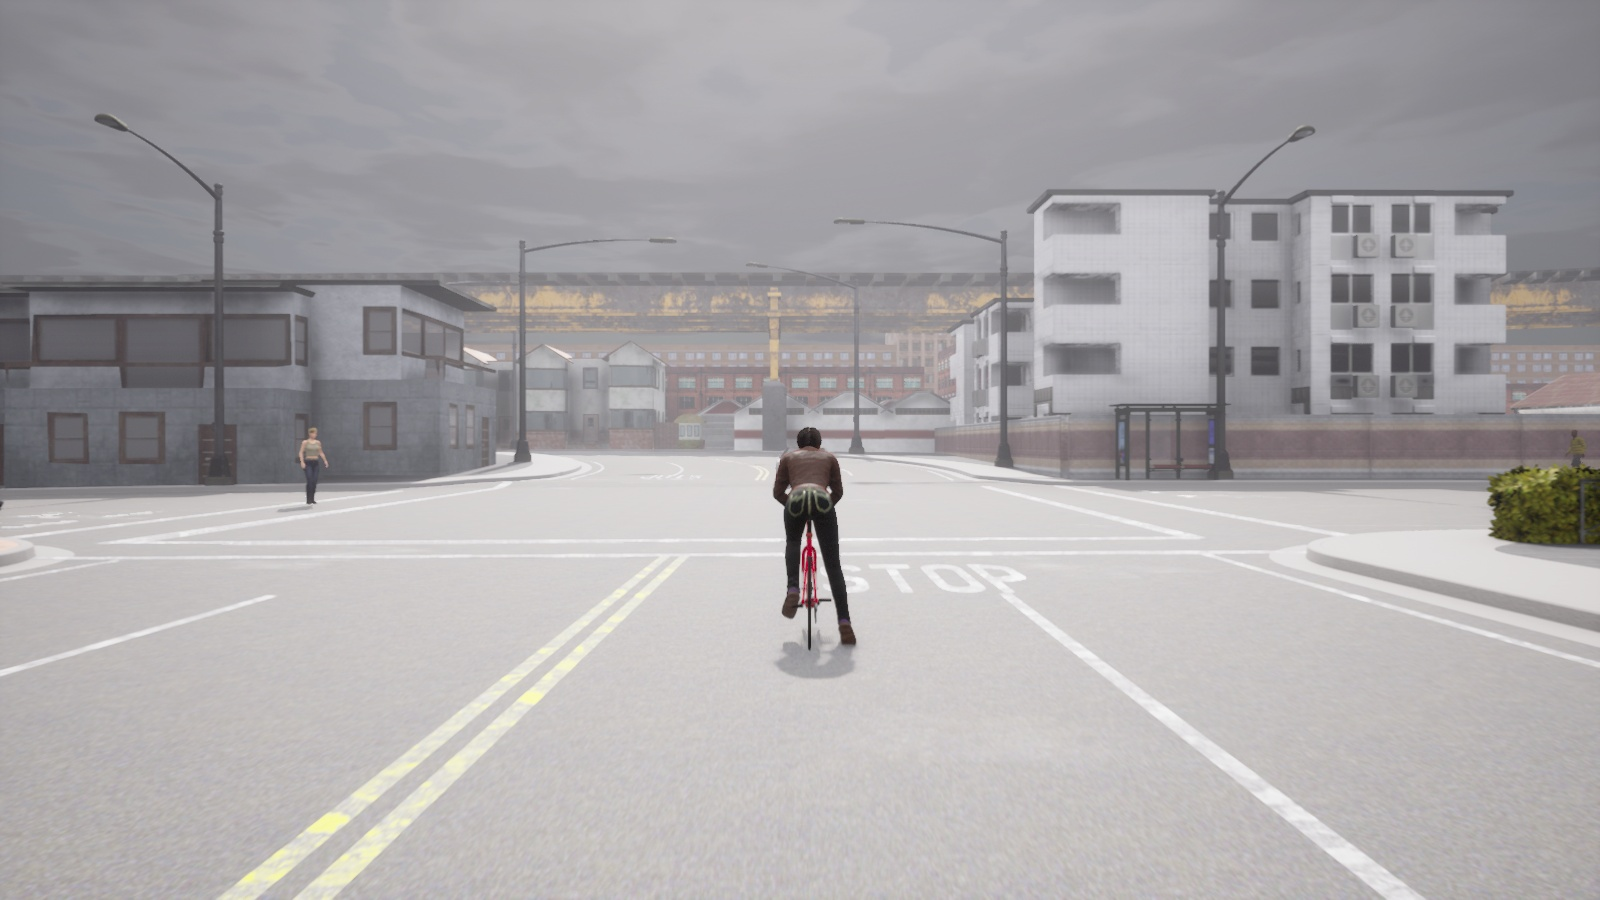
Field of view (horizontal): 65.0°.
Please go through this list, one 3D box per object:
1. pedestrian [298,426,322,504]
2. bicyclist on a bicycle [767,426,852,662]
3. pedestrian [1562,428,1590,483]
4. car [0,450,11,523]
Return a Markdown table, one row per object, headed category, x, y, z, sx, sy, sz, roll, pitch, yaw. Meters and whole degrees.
| category | x | y | z | sx | sy | sz | roll | pitch | yaw |
| --- | --- | --- | --- | --- | --- | --- | --- | --- | --- |
| pedestrian | -11.627 | 0.354 | 29.813 | 0.345 | 1.836 | 0.594 | 0 | 0 | -41 |
| bicyclist on a bicycle | 0.070 | 0.646 | 9.469 | 0.582 | 1.620 | 1.656 | 0 | 0 | 0 |
| pedestrian | 26.308 | 0.183 | 42.570 | 0.726 | 1.835 | 0.370 | 0 | 0 | 2 |
| car | -18.258 | 0.752 | 23.736 | 5.357 | 1.411 | 2.033 | -1 | 0 | -1 |
